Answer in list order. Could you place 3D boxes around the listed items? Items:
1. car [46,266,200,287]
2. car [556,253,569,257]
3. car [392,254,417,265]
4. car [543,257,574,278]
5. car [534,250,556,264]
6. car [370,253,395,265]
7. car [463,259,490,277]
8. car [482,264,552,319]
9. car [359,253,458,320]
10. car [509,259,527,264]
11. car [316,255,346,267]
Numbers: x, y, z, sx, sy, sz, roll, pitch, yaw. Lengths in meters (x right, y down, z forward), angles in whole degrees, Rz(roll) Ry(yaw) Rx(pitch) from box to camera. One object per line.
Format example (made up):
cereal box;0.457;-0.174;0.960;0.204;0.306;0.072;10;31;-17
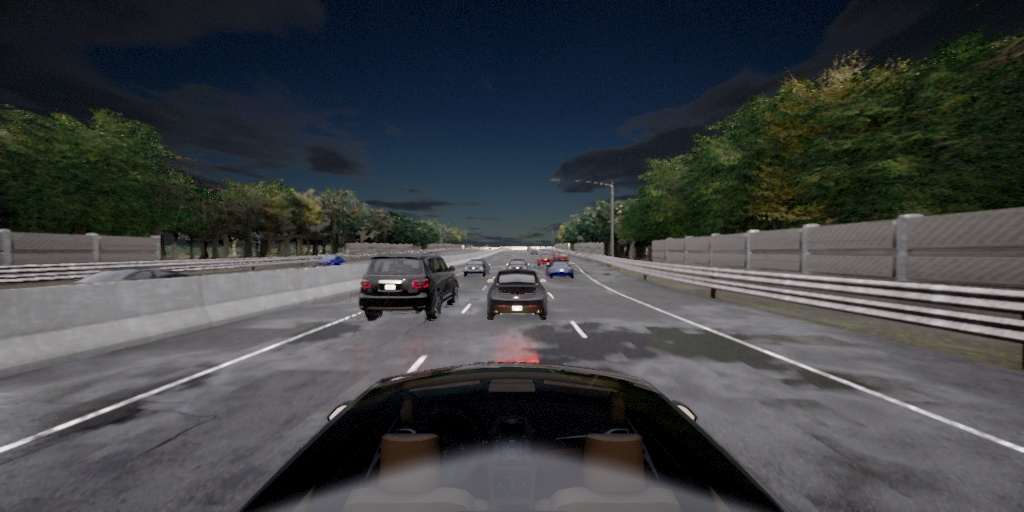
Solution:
car;-14.024;1.175;13.033;1.882;1.535;5.008;0;0;1
car;8.121;0.343;57.034;1.882;1.535;5.008;0;2;4
car;-16.393;0.489;55.109;2.033;1.411;5.357;0;1;3
car;3.855;1.026;29.391;1.994;1.385;4.181;0;1;1
car;4.456;0.426;48.814;2.097;1.767;4.553;0;1;2
car;-19.896;0.421;55.207;1.882;1.535;5.008;0;1;2
car;-3.003;0.984;31.134;2.033;1.411;5.357;0;1;1
car;0.170;1.208;12.552;1.837;1.490;4.892;0;1;1
car;-3.334;0.924;12.571;2.150;2.045;5.566;0;1;1
car;0.506;0.977;31.430;2.033;1.411;5.357;0;1;1
car;-23.038;0.646;45.853;1.882;1.535;5.008;0;1;-1
